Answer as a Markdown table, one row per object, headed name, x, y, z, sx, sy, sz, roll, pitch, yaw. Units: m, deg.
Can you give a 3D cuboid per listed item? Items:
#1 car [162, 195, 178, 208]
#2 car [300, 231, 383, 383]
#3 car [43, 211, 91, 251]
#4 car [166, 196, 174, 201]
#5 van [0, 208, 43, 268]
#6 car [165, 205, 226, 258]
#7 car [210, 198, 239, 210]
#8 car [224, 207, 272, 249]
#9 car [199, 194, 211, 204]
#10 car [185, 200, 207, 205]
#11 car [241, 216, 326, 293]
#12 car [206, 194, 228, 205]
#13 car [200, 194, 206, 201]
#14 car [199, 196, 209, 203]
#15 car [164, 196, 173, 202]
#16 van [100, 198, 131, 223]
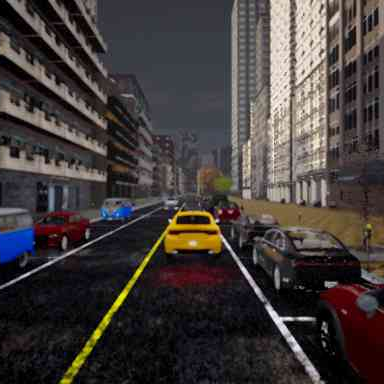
| name | x | y | z | sx | sy | sz | roll | pitch | yaw |
| --- | --- | --- | --- | --- | --- | --- | --- | --- | --- |
| car | -3.082 | 1.577 | 50.632 | 1.812 | 1.442 | 4.674 | 0 | 0 | 0 |
| car | 2.694 | 1.442 | 3.106 | 1.967 | 1.590 | 4.097 | 0 | 0 | 0 |
| car | -5.687 | 1.554 | 14.153 | 1.887 | 1.381 | 4.507 | 0 | 0 | 0 |
| car | -5.690 | 1.685 | 85.949 | 1.947 | 1.339 | 4.313 | 0 | 0 | 0 |
| van | -5.687 | 1.347 | 8.630 | 1.690 | 1.788 | 3.998 | 0 | 0 | 0 |
| car | 0.063 | 1.486 | 12.904 | 1.882 | 1.535 | 5.008 | 0 | -1 | 1 |
| car | 2.694 | 1.458 | 25.197 | 1.967 | 1.590 | 4.097 | 0 | 0 | 0 |
| car | 2.694 | 1.560 | 14.153 | 2.008 | 1.369 | 4.403 | 0 | 0 | 0 |
| car | 2.692 | 1.399 | 69.382 | 2.192 | 1.841 | 5.009 | 0 | 0 | 0 |
| car | 0.061 | 1.621 | 27.438 | 1.895 | 1.301 | 4.718 | 0 | 0 | 0 |
| car | 2.694 | 1.556 | 8.629 | 2.008 | 1.369 | 4.403 | 0 | 0 | 0 |
| car | 3.106 | 1.262 | 38.966 | 2.150 | 2.045 | 5.566 | 0 | 0 | 0 |
| car | 2.692 | 1.625 | 63.857 | 2.008 | 1.369 | 4.403 | 0 | 0 | 0 |
| car | 2.691 | 1.661 | 74.903 | 1.947 | 1.339 | 4.313 | 0 | 0 | 0 |
| car | -5.690 | 1.631 | 80.257 | 1.752 | 1.417 | 4.829 | 0 | 0 | 0 |
| van | -5.687 | 1.359 | 25.198 | 1.690 | 1.788 | 3.998 | 0 | 0 | 0 |
